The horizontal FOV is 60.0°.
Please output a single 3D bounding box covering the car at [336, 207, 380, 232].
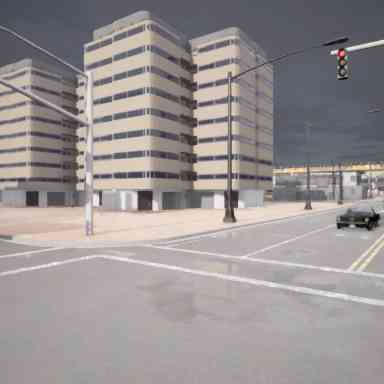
[{"bbox_3d":[10.268,1.602,20.485,1.895,1.301,4.718,0,0,35],"label":"car"}]
